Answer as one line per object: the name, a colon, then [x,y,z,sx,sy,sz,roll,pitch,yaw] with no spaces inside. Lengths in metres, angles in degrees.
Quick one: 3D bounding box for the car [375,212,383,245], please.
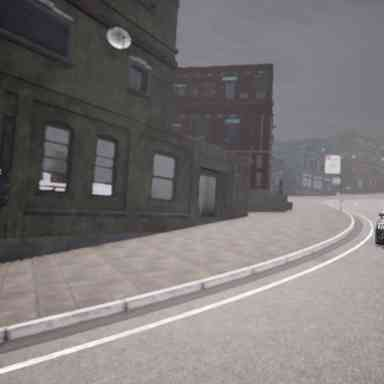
car: [9.275,1.295,14.269,2.097,1.767,4.553,1,1,35]
